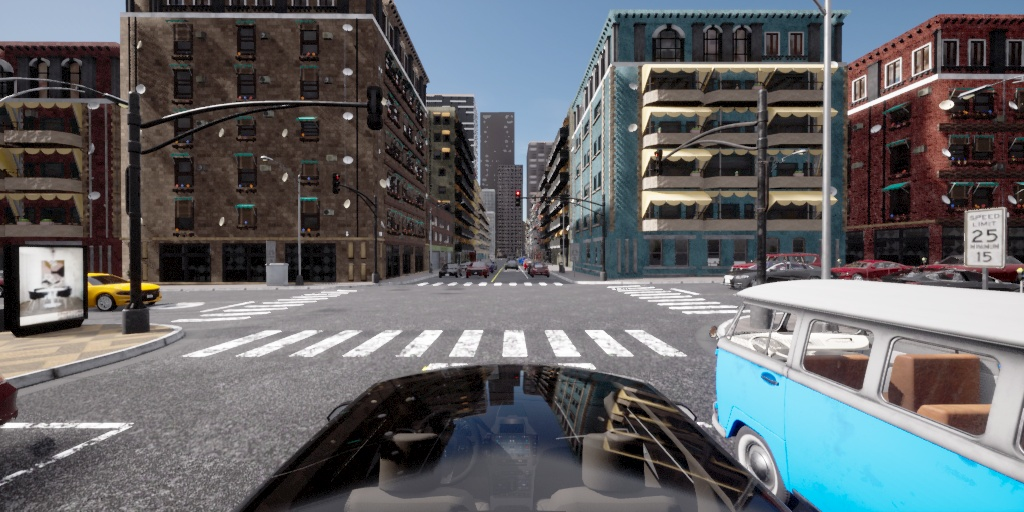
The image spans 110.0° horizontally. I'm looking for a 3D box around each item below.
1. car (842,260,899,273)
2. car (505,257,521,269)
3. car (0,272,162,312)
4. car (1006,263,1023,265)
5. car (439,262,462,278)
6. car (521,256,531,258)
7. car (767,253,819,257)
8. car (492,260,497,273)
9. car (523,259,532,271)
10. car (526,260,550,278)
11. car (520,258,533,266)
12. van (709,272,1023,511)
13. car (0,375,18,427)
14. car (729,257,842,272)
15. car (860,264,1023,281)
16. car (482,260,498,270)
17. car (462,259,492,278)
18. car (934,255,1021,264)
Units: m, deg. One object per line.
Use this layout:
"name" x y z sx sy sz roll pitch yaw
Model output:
"car" 21.295 0.931 21.403 4.507 1.381 1.888 0 0 -1
"car" -0.030 1.327 55.465 1.994 1.385 4.181 0 0 0
"car" -17.910 1.478 15.230 5.008 1.535 1.882 -1 0 -1
"car" 21.336 1.033 13.022 4.207 1.307 1.802 0 0 -1
"car" -5.770 1.319 34.150 1.948 1.339 4.313 0 0 0
"car" 2.998 1.226 64.917 1.801 1.575 5.366 0 0 0
"car" 15.725 0.781 21.349 5.009 1.841 2.192 0 0 -1
"car" -3.196 1.109 43.037 2.097 1.767 4.553 0 0 0
"car" 2.598 1.321 39.681 1.948 1.339 4.313 0 0 0
"car" 2.611 1.335 34.158 1.802 1.307 4.207 0 0 0
"car" 2.571 1.306 50.728 1.888 1.381 4.507 0 0 0
"van" 2.689 1.091 1.764 1.690 1.789 3.998 0 0 0
"car" -5.692 1.332 1.745 1.802 1.307 4.207 0 0 0
"car" 13.689 1.008 18.731 4.902 1.511 2.128 -1 0 -1
"car" 15.766 1.097 12.969 4.313 1.339 1.948 0 0 -1
"car" -3.202 1.326 52.965 1.994 1.385 4.181 0 0 1
"car" -3.177 1.230 33.857 1.882 1.535 5.008 0 0 0
"car" 23.941 0.720 18.836 4.553 1.767 2.097 -1 0 0
